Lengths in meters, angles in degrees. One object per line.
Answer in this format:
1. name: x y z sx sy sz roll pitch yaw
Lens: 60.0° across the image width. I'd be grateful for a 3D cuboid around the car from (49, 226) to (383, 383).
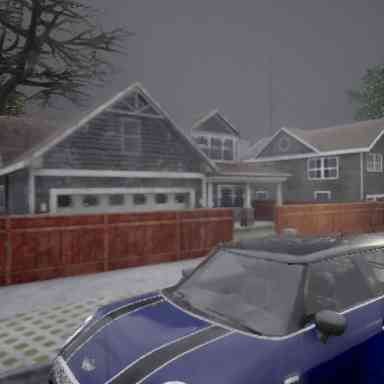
1. car: 0.886 1.351 3.705 4.553 1.767 2.097 0 0 -35
